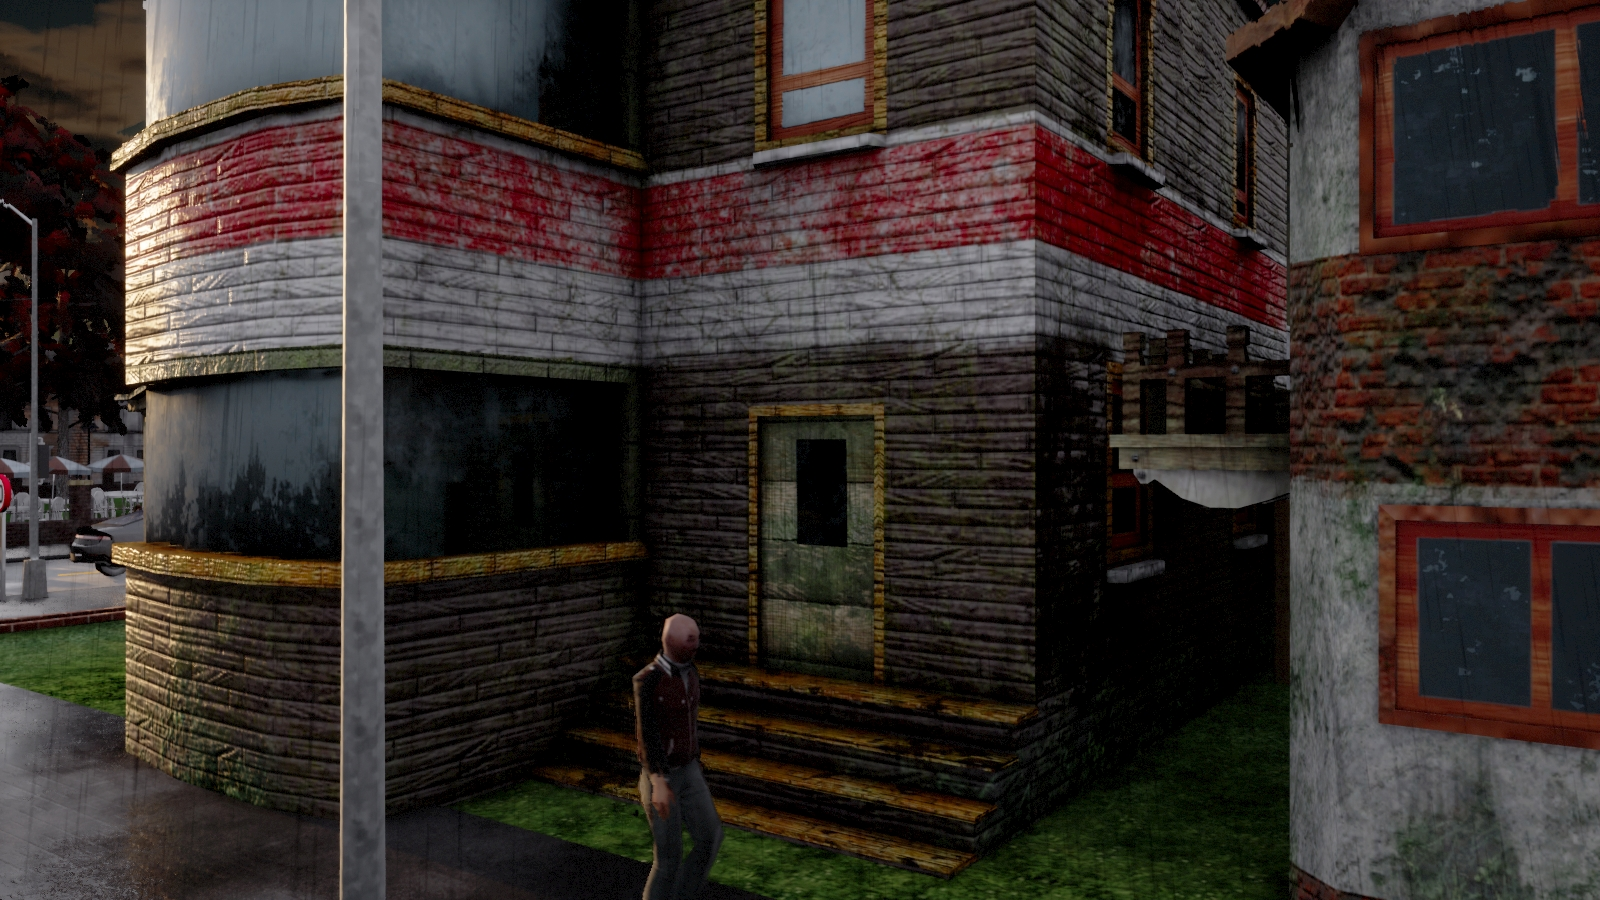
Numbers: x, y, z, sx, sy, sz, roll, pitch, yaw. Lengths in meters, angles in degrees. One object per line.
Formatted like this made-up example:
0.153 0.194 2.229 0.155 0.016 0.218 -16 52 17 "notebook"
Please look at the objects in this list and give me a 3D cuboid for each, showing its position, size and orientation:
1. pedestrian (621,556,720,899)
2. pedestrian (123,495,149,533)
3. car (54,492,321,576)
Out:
-0.693 1.522 6.143 0.375 1.860 0.375 0 0 32 "pedestrian"
-19.662 1.882 33.812 0.500 1.100 0.500 0 0 35 "pedestrian"
-13.748 1.817 25.958 2.128 1.511 4.902 0 0 34 "car"
